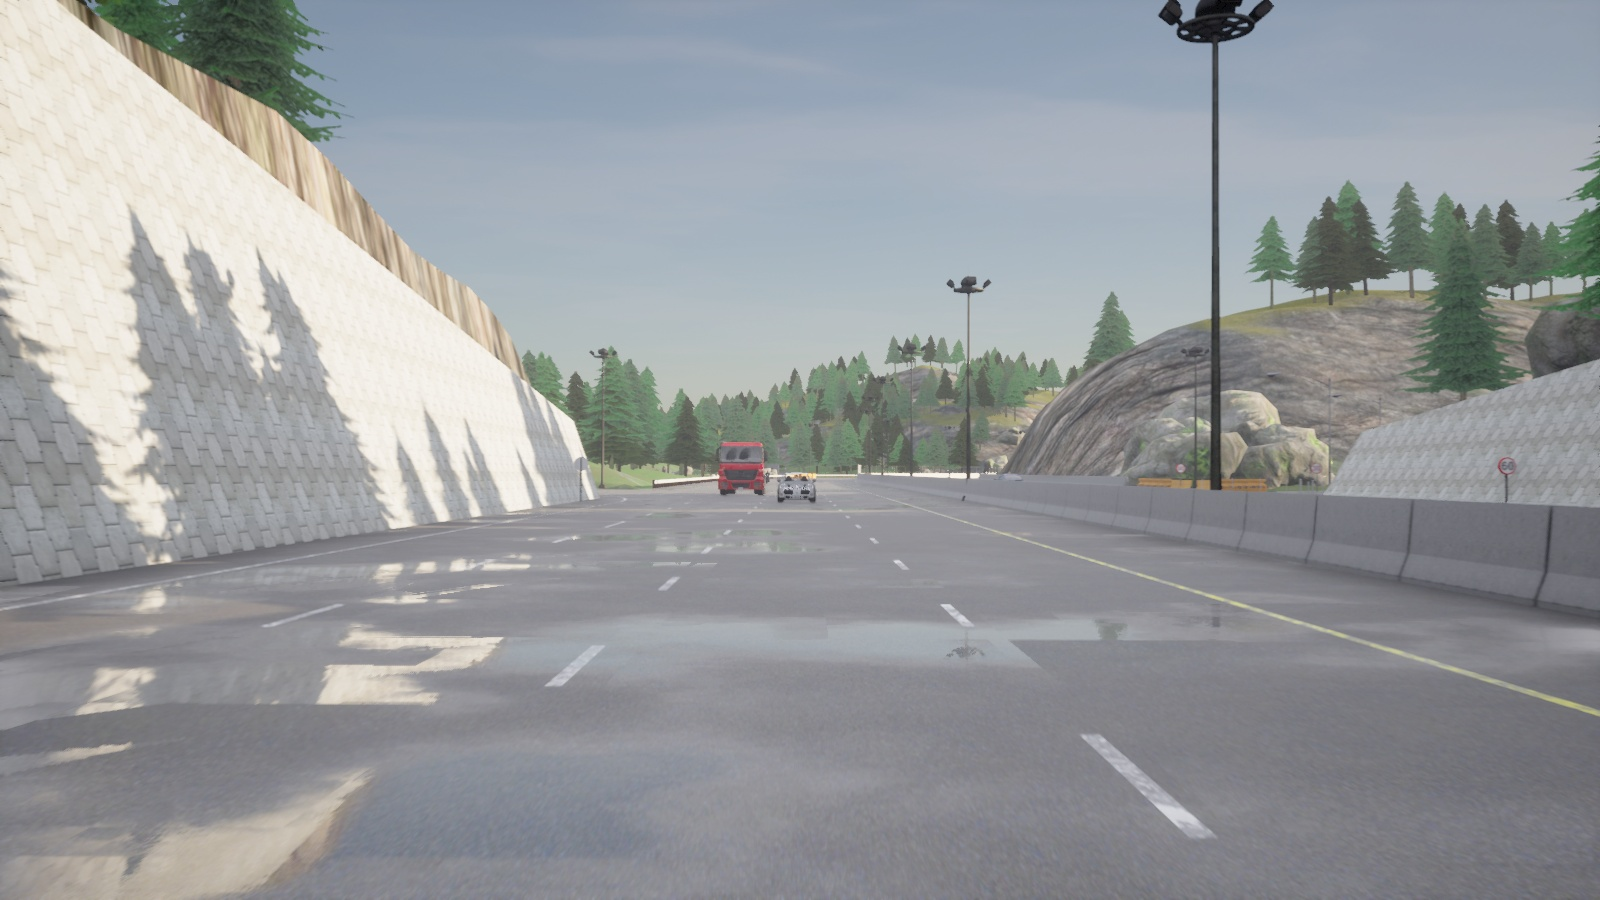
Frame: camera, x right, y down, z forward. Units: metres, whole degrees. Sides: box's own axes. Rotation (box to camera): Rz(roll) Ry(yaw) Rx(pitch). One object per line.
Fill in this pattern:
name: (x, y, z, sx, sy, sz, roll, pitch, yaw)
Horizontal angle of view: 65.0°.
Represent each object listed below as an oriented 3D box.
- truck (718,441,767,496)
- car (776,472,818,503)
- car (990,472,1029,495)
truck: (-3.704, 1.231, 82.616, 2.891, 3.462, 7.936, 0, -1, 0)
car: (-0.150, 1.819, 62.017, 1.970, 1.475, 3.806, 0, -1, 0)
car: (13.799, 2.173, 82.907, 1.812, 1.442, 4.674, 0, -1, 0)
